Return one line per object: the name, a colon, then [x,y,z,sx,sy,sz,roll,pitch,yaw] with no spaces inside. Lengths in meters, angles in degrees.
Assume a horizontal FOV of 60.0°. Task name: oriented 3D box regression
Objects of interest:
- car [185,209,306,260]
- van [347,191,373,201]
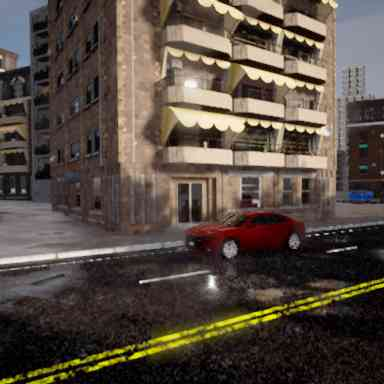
car: [2.091,1.438,12.390,5.008,1.535,1.882,0,0,-33]
van: [28.392,0.663,56.061,3.998,1.788,1.690,1,0,25]
